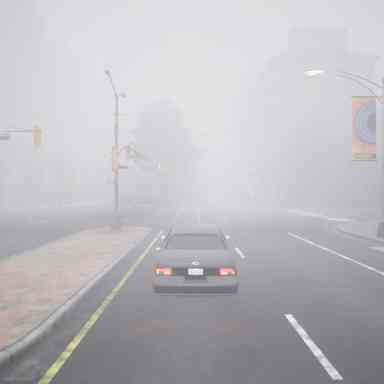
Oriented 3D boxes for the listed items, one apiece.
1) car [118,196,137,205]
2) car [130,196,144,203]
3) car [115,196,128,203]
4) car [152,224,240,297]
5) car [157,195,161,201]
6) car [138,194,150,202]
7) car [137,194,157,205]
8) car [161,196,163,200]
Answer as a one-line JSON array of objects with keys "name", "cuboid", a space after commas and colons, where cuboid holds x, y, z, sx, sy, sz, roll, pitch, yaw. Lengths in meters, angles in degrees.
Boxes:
[{"name": "car", "cuboid": [-11.489, 1.489, 59.616, 2.128, 1.511, 4.902, 0, 0, 0]}, {"name": "car", "cuboid": [-11.407, 1.522, 69.537, 2.128, 1.511, 4.902, 0, 0, 0]}, {"name": "car", "cuboid": [-14.657, 1.591, 69.419, 1.895, 1.301, 4.718, 0, 0, 0]}, {"name": "car", "cuboid": [0.086, 1.547, 8.771, 2.033, 1.411, 5.357, 0, 0, 0]}, {"name": "car", "cuboid": [-7.928, 1.522, 67.449, 1.812, 1.442, 4.674, 0, 0, 1]}, {"name": "car", "cuboid": [-11.394, 1.351, 79.549, 2.097, 1.767, 4.553, 0, 0, 0]}, {"name": "car", "cuboid": [-7.994, 1.561, 58.932, 1.994, 1.385, 4.181, 0, 0, 1]}, {"name": "car", "cuboid": [-7.896, 1.496, 77.778, 1.837, 1.490, 4.892, 0, 0, 0]}]
